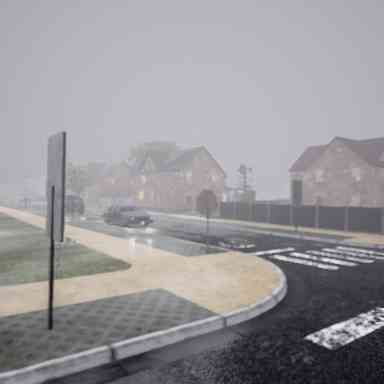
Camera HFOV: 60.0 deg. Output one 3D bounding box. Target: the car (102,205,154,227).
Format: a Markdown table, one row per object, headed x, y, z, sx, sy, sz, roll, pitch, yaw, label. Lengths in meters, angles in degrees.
| x | y | z | sx | sy | sz | roll | pitch | yaw | label |
| --- | --- | --- | --- | --- | --- | --- | --- | --- | --- |
| -4.734 | 1.627 | 23.747 | 2.033 | 1.411 | 5.357 | 2 | -1 | -36 | car |

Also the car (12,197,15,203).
| x | y | z | sx | sy | sz | roll | pitch | yaw | label |
| --- | --- | --- | --- | --- | --- | --- | --- | --- | --- |
| -42.219 | 1.831 | 80.301 | 2.128 | 1.511 | 4.902 | 2 | -1 | -36 | car |

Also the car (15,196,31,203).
| x | y | z | sx | sy | sz | roll | pitch | yaw | label |
| --- | --- | --- | --- | --- | --- | --- | --- | --- | --- |
| -36.198 | 1.687 | 72.004 | 2.128 | 1.511 | 4.902 | 2 | -1 | -36 | car |

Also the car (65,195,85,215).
| x | y | z | sx | sy | sz | roll | pitch | yaw | label |
| --- | --- | --- | --- | --- | --- | --- | --- | --- | --- |
| -13.191 | 1.306 | 35.449 | 2.150 | 2.045 | 5.566 | 2 | -1 | -35 | car |
